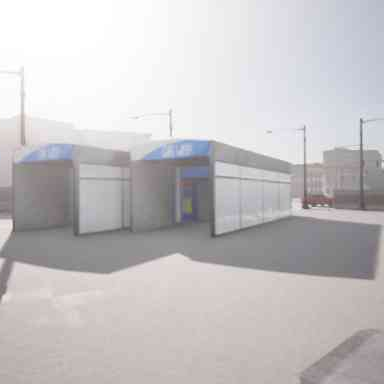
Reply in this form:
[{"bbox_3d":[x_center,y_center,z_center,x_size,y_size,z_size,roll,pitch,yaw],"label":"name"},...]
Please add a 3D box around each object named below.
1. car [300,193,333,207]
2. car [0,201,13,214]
[{"bbox_3d":[19.303,1.240,51.251,5.566,2.045,2.150,0,0,-22],"label":"car"},{"bbox_3d":[-20.527,1.831,39.212,1.994,1.385,4.181,-1,0,40],"label":"car"}]
